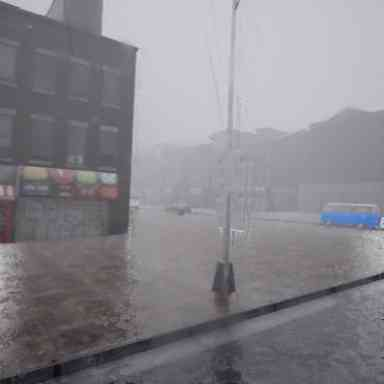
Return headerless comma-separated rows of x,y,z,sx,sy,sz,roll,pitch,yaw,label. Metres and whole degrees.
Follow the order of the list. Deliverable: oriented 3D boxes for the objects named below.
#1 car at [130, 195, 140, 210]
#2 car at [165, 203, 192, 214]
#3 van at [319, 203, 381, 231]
-9.355,1.484,47.498,2.150,2.045,5.566,3,-2,-35,car
-1.672,1.954,41.124,1.802,1.307,4.206,3,-2,-35,car
11.008,1.701,23.307,1.690,1.788,3.998,3,-2,-35,van
